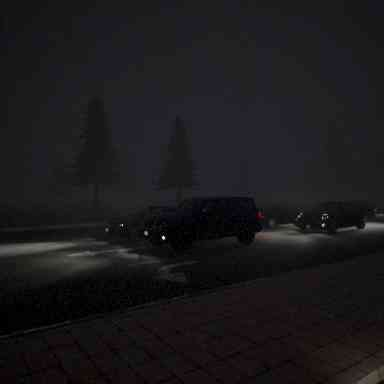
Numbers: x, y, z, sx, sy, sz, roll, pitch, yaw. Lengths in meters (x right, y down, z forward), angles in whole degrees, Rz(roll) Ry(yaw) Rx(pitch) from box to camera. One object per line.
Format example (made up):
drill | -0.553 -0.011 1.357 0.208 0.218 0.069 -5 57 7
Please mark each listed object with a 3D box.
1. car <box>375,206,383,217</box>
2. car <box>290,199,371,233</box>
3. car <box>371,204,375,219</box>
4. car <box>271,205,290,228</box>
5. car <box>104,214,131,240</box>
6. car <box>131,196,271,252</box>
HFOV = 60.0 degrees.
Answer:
car | 16.665 1.464 25.665 4.902 1.511 2.128 0 0 -35
car | 8.252 1.335 19.685 4.553 1.767 2.097 0 0 -35
car | 13.394 1.466 27.634 4.902 1.511 2.128 0 0 -35
car | 5.350 1.548 21.921 4.181 1.385 1.994 0 0 -36
car | -1.911 1.484 16.739 4.902 1.511 2.128 0 0 -35
car | 0.537 1.213 14.195 5.566 2.045 2.150 0 0 -34
